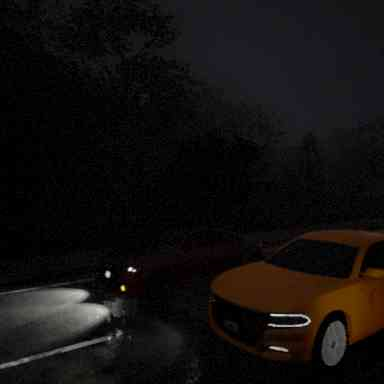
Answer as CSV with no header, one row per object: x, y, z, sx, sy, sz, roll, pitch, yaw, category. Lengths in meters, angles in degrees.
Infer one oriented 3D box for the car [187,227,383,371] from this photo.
2.554,1.444,5.796,5.008,1.535,1.882,-1,1,-35,car

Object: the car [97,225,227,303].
-0.147,1.535,8.174,4.181,1.385,1.994,-1,0,-35,car
